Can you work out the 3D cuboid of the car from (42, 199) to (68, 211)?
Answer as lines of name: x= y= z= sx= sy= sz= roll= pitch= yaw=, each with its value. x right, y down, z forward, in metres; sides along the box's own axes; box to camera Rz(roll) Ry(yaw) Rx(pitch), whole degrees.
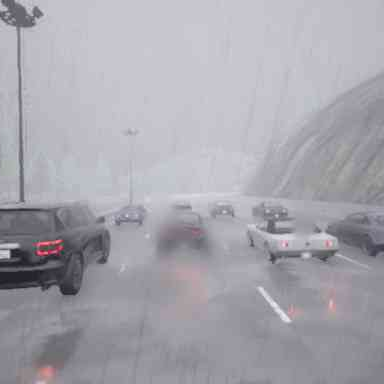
car: x=-19.271 y=1.847 z=47.032 sx=1.812 sy=1.442 sz=4.674 roll=-1 pitch=0 yaw=-2

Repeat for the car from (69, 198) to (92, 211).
car: x=-15.781 y=1.754 z=47.276 sx=1.837 sy=1.490 sz=4.892 roll=-1 pitch=1 yaw=-2

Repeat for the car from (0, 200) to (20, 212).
car: x=-26.249 y=1.937 z=46.463 sx=1.882 sy=1.535 sz=5.008 roll=-1 pitch=0 yaw=-2

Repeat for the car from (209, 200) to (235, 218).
car: x=2.565 y=1.437 z=29.175 sx=1.812 sy=1.442 sz=4.674 roll=-1 pitch=0 yaw=-2

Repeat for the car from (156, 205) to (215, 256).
car: x=-0.339 y=1.496 z=13.118 sx=1.837 sy=1.490 sz=4.892 roll=-1 pitch=1 yaw=-2

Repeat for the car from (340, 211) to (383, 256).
car: x=6.686 y=1.413 z=12.465 sx=1.994 sy=1.385 sz=4.181 roll=-1 pitch=0 yaw=-2

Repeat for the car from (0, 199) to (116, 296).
car: x=-3.698 y=1.280 z=8.891 sx=2.150 sy=2.045 sz=5.566 roll=-1 pitch=0 yaw=-3

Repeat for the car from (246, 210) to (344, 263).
car: x=3.208 y=1.522 z=11.728 sx=1.895 sy=1.301 sz=4.718 roll=-1 pitch=0 yaw=-2

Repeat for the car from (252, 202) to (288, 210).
car: x=6.143 y=1.444 z=26.849 sx=1.895 sy=1.301 sz=4.718 roll=-1 pitch=0 yaw=-2

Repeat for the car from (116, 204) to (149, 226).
car: x=-4.279 y=1.601 z=24.166 sx=2.033 sy=1.411 sz=5.357 roll=-1 pitch=0 yaw=-2

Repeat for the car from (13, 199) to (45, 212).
car: x=-22.758 y=1.881 z=46.695 sx=2.128 sy=1.511 sz=4.902 roll=-1 pitch=0 yaw=-2

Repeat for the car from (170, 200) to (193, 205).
car: x=-0.949 y=1.458 z=29.566 sx=1.882 sy=1.535 sz=5.008 roll=-1 pitch=0 yaw=-2
